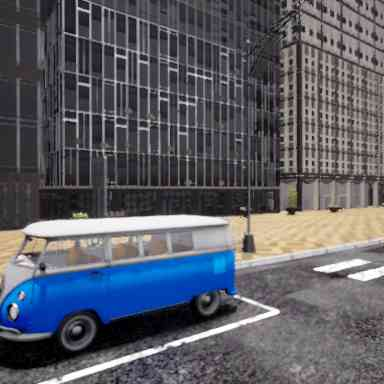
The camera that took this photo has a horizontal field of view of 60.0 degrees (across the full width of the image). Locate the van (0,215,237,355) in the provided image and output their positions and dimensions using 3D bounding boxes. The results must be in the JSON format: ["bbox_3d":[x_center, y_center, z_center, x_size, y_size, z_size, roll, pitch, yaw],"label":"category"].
[{"bbox_3d":[-1.062,1.343,5.809,3.998,1.788,1.690,0,0,-35],"label":"van"}]
